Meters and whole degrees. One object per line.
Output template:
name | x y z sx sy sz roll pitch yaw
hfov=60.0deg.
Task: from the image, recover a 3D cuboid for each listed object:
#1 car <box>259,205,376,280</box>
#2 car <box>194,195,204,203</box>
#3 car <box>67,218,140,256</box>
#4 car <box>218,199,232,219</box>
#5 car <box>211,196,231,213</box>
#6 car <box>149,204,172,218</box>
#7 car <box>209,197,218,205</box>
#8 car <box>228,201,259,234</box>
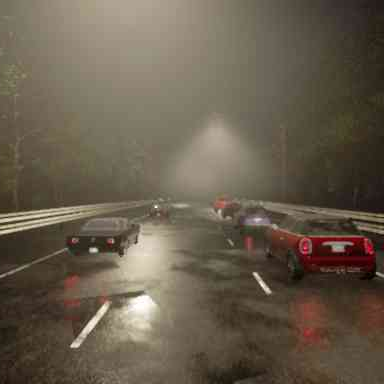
car | 3.648 1.433 10.364 2.097 1.767 4.553 0 0 1
car | 1.750 1.698 84.606 2.150 2.045 5.566 0 0 2
car | -3.337 1.705 13.579 1.895 1.301 4.718 0 0 0
car | 3.768 1.718 31.457 1.882 1.535 5.008 0 0 1
car | 3.971 1.543 42.442 2.150 2.045 5.566 0 0 1
car | -3.097 1.854 33.332 1.895 1.301 4.718 0 0 1
car | 4.914 2.035 75.261 1.882 1.535 5.008 0 0 2
car | 3.621 1.590 20.504 2.033 1.649 4.856 0 0 1
